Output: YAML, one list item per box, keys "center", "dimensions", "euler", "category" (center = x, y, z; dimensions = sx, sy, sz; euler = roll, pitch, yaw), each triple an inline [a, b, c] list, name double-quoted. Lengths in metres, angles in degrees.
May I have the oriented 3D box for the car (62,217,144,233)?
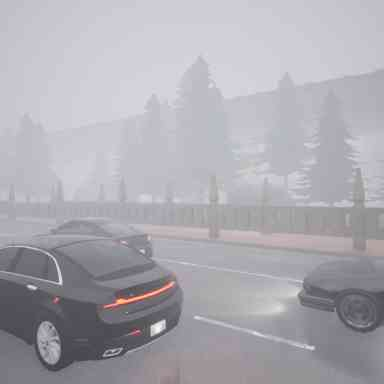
- center: [-3.305, 1.526, 10.637]
  dimensions: [4.674, 1.442, 1.812]
  euler: [0, 0, 35]
  category: "car"

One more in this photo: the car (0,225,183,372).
- center: [-2.411, 1.505, 5.707]
  dimensions: [4.892, 1.490, 1.837]
  euler: [0, 0, 35]
  category: "car"

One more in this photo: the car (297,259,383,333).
- center: [4.510, 1.547, 5.075]
  dimensions: [5.357, 1.411, 2.033]
  euler: [0, 0, 35]
  category: "car"
